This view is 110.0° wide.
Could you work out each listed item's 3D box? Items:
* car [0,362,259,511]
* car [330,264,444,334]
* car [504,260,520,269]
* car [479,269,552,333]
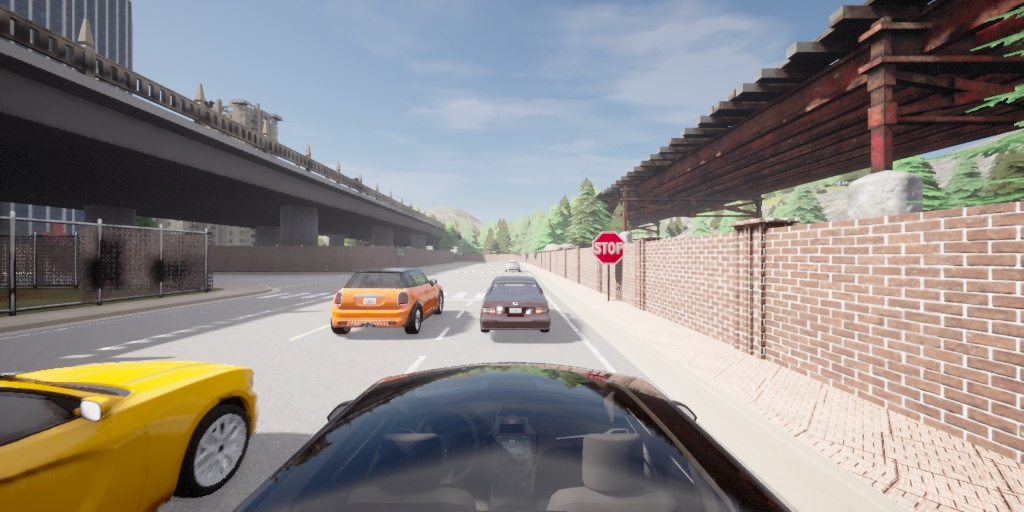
[{"bbox_3d":[-3.399,1.228,1.455,1.882,1.535,5.008,0,0,0],"label":"car"},{"bbox_3d":[-3.422,1.102,10.736,2.097,1.767,4.553,0,0,0],"label":"car"},{"bbox_3d":[0.092,1.276,45.476,1.812,1.442,4.674,0,0,-1],"label":"car"},{"bbox_3d":[0.079,1.297,10.758,2.033,1.411,5.357,0,0,0],"label":"car"}]
